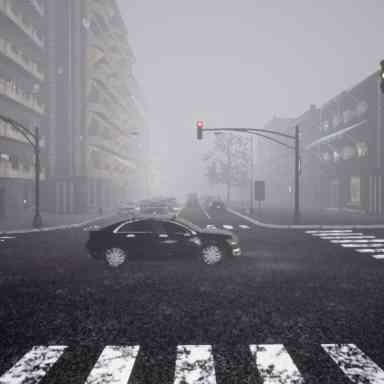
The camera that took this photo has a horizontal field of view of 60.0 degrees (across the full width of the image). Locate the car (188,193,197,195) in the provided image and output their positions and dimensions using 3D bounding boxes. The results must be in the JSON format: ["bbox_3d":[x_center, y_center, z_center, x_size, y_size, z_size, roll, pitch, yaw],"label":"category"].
[{"bbox_3d":[0.098,1.195,67.140,2.150,2.045,5.566,0,0,0],"label":"car"}]

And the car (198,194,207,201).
[{"bbox_3d":[2.686,1.396,85.464,1.967,1.590,4.097,0,0,0],"label":"car"}]

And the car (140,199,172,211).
[{"bbox_3d":[-3.109,1.556,29.297,1.994,1.385,4.181,0,0,-1],"label":"car"}]

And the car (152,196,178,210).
[{"bbox_3d":[-3.099,1.535,38.645,2.033,1.411,5.357,0,0,0],"label":"car"}]

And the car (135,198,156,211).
[{"bbox_3d":[-5.693,1.531,41.204,1.887,1.381,4.507,0,0,0],"label":"car"}]

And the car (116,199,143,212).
[{"bbox_3d":[-5.694,1.542,30.137,2.008,1.369,4.403,0,0,0],"label":"car"}]

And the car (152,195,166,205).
[{"bbox_3d":[-5.695,1.417,57.804,1.967,1.590,4.097,0,0,0],"label":"car"}]

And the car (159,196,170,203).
[{"bbox_3d":[-5.693,1.551,68.872,1.802,1.307,4.206,0,0,0],"label":"car"}]

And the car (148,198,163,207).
[{"bbox_3d":[-5.693,1.562,52.271,1.802,1.307,4.206,0,0,0],"label":"car"}]

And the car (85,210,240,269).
[{"bbox_3d":[-0.909,1.507,10.788,4.892,1.490,1.837,-1,1,-1],"label":"car"}]

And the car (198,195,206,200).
[{"bbox_3d":[2.687,1.495,90.998,1.887,1.381,4.507,0,0,0],"label":"car"}]

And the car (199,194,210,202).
[{"bbox_3d":[2.685,1.280,74.398,2.192,1.841,5.009,0,0,0],"label":"car"}]

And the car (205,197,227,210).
[{"bbox_3d":[2.687,1.555,35.663,1.947,1.339,4.313,0,0,0],"label":"car"}]

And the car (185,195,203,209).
[{"bbox_3d":[0.101,1.532,44.405,2.033,1.411,5.357,0,0,0],"label":"car"}]

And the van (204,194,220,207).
[{"bbox_3d":[2.685,1.327,41.196,1.690,1.788,3.998,0,0,0],"label":"van"}]

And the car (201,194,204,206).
[{"bbox_3d":[2.686,1.420,52.264,1.967,1.590,4.097,0,0,0],"label":"car"}]
